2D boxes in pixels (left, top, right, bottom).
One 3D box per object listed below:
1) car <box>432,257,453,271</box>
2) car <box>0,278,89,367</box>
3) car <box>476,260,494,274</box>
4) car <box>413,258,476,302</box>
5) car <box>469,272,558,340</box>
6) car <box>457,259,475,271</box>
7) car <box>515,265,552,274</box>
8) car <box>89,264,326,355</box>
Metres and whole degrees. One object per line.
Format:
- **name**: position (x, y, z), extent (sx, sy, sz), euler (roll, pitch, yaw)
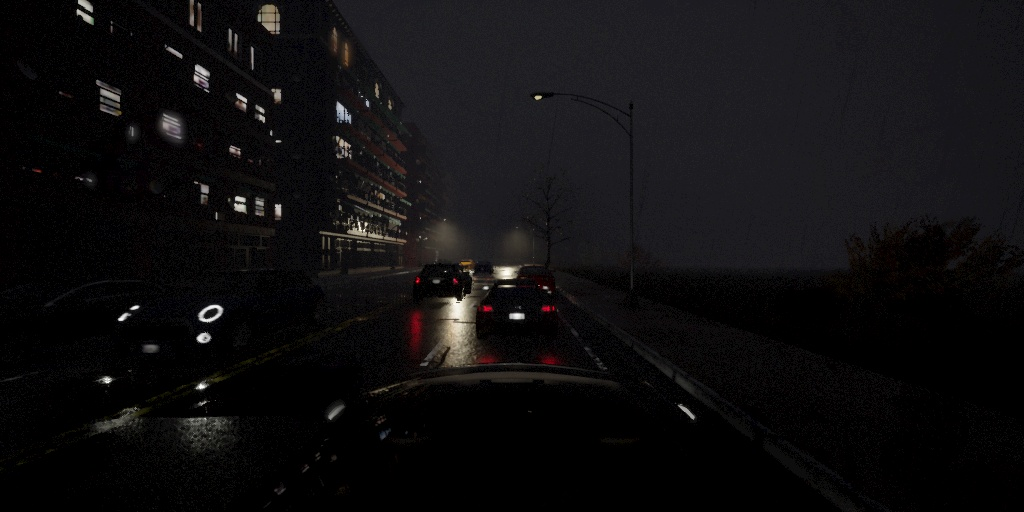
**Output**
- **car**: position (-9.810, 1.103, 50.974), extent (2.097, 1.767, 4.553), euler (0, 0, 0)
- **car**: position (-9.847, 1.242, 7.987), extent (2.128, 1.511, 4.902), euler (0, 0, 0)
- **car**: position (-3.123, 1.230, 40.375), extent (1.882, 1.535, 5.008), euler (0, 0, 0)
- **car**: position (-3.141, 1.103, 17.035), extent (2.097, 1.767, 4.553), euler (0, 0, 0)
- **car**: position (0.107, 1.315, 10.018), extent (1.994, 1.385, 4.181), euler (0, 0, 0)
- **car**: position (-6.560, 1.229, 51.646), extent (1.882, 1.535, 5.008), euler (0, 0, 0)
- **car**: position (1.149, 1.230, 18.938), extent (1.882, 1.535, 5.008), euler (0, 0, 0)
- **car**: position (-6.597, 1.103, 8.791), extent (2.097, 1.767, 4.553), euler (0, 0, 0)
